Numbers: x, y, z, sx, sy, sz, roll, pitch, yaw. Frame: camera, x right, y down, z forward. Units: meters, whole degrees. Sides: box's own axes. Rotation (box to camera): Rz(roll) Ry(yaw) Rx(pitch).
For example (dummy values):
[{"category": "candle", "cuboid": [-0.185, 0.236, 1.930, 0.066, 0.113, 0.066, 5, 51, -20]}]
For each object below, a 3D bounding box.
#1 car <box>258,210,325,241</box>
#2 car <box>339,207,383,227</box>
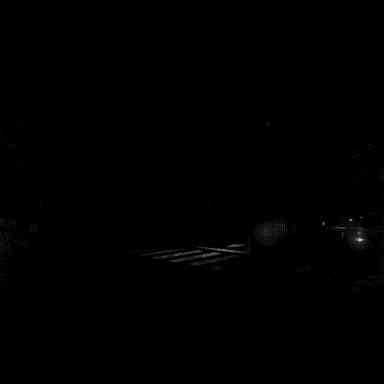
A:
[{"category": "car", "cuboid": [5.604, 1.773, 18.542, 4.902, 1.511, 2.128, 0, -2, -43]}, {"category": "car", "cuboid": [12.872, 1.852, 25.252, 4.181, 1.385, 1.994, 0, -2, -42]}]
